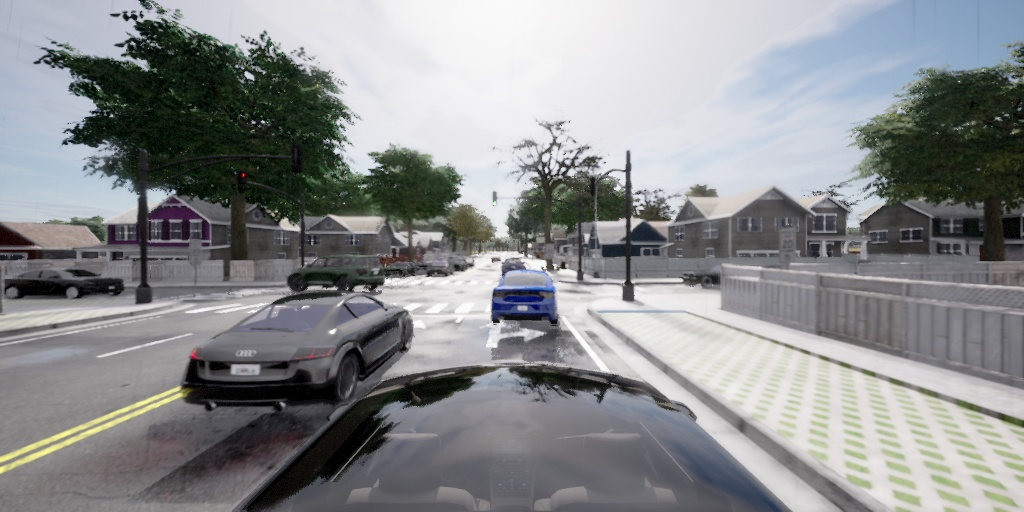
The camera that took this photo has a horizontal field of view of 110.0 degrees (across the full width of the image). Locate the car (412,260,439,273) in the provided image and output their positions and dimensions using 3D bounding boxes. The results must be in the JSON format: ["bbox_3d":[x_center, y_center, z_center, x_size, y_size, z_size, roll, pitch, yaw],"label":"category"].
[{"bbox_3d":[-9.844,1.136,41.123,1.895,1.301,4.718,0,1,0],"label":"car"}]

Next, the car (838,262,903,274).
[{"bbox_3d":[22.475,1.050,21.682,5.357,1.411,2.033,0,0,-2],"label":"car"}]

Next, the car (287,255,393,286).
[{"bbox_3d":[-9.901,0.986,20.219,5.566,2.045,2.150,0,-1,19],"label":"car"}]

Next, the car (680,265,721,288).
[{"bbox_3d":[12.720,1.182,21.412,4.718,1.301,1.895,0,0,1],"label":"car"}]

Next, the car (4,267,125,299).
[{"bbox_3d":[-22.583,1.343,18.145,5.008,1.535,1.882,0,0,3],"label":"car"}]

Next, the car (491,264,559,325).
[{"bbox_3d":[0.506,1.195,11.773,1.882,1.535,5.008,0,0,5],"label":"car"}]

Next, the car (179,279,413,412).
[{"bbox_3d":[-3.149,1.304,6.243,1.994,1.385,4.181,0,0,0],"label":"car"}]

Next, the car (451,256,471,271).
[{"bbox_3d":[-6.585,0.868,43.147,2.097,1.767,4.553,0,1,0],"label":"car"}]

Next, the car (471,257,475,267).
[{"bbox_3d":[-6.562,0.912,53.426,2.033,1.411,5.357,0,1,0],"label":"car"}]

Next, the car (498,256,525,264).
[{"bbox_3d":[0.096,0.945,32.732,2.097,1.767,4.553,0,0,0],"label":"car"}]

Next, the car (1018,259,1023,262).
[{"bbox_3d":[32.402,0.913,21.936,4.902,1.511,2.128,0,0,-1],"label":"car"}]

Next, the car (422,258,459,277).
[{"bbox_3d":[-6.601,1.135,33.708,2.033,1.411,5.357,0,0,0],"label":"car"}]

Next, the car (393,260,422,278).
[{"bbox_3d":[-9.853,1.199,31.961,1.895,1.301,4.718,0,0,0],"label":"car"}]
